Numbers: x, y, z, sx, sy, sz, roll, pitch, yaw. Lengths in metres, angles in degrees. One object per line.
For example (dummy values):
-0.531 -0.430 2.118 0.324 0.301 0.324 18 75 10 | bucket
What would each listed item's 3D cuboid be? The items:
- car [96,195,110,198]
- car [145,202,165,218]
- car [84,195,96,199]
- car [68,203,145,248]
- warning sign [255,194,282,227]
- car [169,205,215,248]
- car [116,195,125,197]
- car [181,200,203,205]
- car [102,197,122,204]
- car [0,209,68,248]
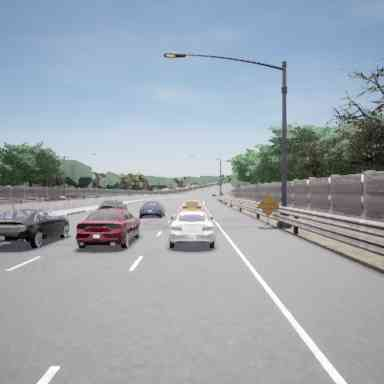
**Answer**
-20.055 1.376 77.229 1.812 1.442 4.674 0 0 2 | car
-3.499 1.539 29.663 1.994 1.385 4.181 0 0 0 | car
-23.551 1.372 77.378 2.128 1.511 4.902 0 0 2 | car
-3.499 1.475 14.657 1.882 1.535 5.008 0 0 0 | car
4.579 1.101 19.938 1.300 1.860 1.060 2 2 0 | warning sign
0.000 1.524 14.657 1.812 1.442 4.674 0 0 0 | car
-16.558 1.382 77.079 2.128 1.511 4.902 0 0 2 | car
0.001 1.452 29.663 1.882 1.535 5.008 0 0 0 | car
-6.999 1.483 29.663 1.837 1.490 4.892 0 0 0 | car
-6.999 1.485 14.656 2.128 1.511 4.902 0 0 0 | car
